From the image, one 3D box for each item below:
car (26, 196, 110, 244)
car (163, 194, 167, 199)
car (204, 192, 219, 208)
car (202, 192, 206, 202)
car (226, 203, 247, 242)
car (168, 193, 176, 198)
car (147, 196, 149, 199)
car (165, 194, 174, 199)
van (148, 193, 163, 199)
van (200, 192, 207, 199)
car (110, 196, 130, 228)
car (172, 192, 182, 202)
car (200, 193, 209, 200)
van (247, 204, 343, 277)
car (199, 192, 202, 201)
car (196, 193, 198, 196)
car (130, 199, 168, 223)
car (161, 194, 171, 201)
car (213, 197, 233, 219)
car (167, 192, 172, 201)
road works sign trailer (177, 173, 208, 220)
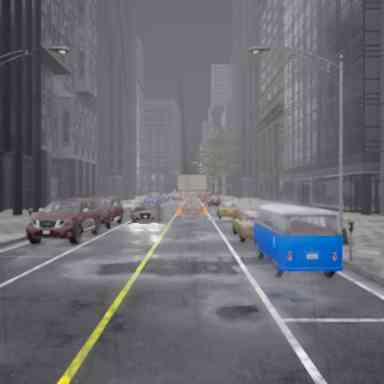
[{"bbox_3d":[-5.657,1.228,15.427,2.192,1.841,5.009,0,0,0],"label":"car"},{"bbox_3d":[-5.637,1.236,54.899,1.947,1.339,4.313,0,0,0],"label":"car"},{"bbox_3d":[2.883,1.171,43.601,1.967,1.590,4.097,0,0,0],"label":"car"},{"bbox_3d":[2.886,1.140,49.240,1.967,1.590,4.097,0,0,0],"label":"car"},{"bbox_3d":[2.869,1.437,15.573,1.752,1.417,4.829,0,0,0],"label":"car"},{"bbox_3d":[-5.616,1.032,94.201,1.752,1.417,4.829,0,0,0],"label":"car"},{"bbox_3d":[-5.649,1.329,32.136,1.752,1.417,4.829,0,1,1],"label":"car"},{"bbox_3d":[-5.622,1.131,83.094,1.802,1.307,4.206,0,0,0],"label":"car"},{"bbox_3d":[-5.639,1.041,49.259,1.690,1.788,3.998,0,0,0],"label":"van"},{"bbox_3d":[2.904,0.890,83.077,1.690,1.788,3.998,0,0,0],"label":"van"},{"bbox_3d":[-5.654,1.192,21.067,2.192,1.841,5.009,0,0,0],"label":"car"},{"bbox_3d":[-2.972,1.141,66.835,1.812,1.442,4.674,0,0,0],"label":"car"},{"bbox_3d":[2.901,1.012,77.437,1.967,1.590,4.097,0,0,0],"label":"car"},{"bbox_3d":[2.865,1.288,9.760,1.690,1.788,3.998,0,0,0],"label":"van"},{"bbox_3d":[2.892,0.959,60.519,2.192,1.841,5.009,0,0,0],"label":"car"},{"bbox_3d":[2.909,1.088,94.357,1.802,1.307,4.206,0,0,0],"label":"car"},{"bbox_3d":[-3.085,1.422,23.964,1.994,1.385,4.181,0,0,0],"label":"car"},{"bbox_3d":[-5.628,1.141,71.816,1.887,1.381,4.507,0,0,0],"label":"car"},{"bbox_3d":[2.881,1.363,26.886,1.752,1.417,4.829,0,1,1],"label":"car"},{"bbox_3d":[-5.631,1.060,66.177,1.967,1.590,4.097,0,0,0],"label":"car"},{"bbox_3d":[0.015,0.308,25.991,2.380,3.560,2.880,0,0,0],"label":"road works sign trailer"}]
